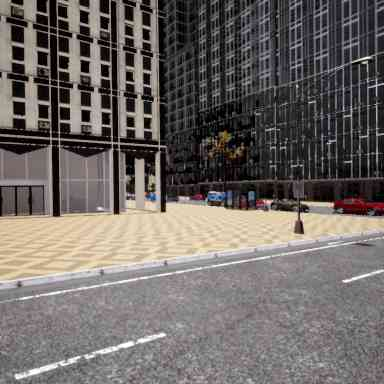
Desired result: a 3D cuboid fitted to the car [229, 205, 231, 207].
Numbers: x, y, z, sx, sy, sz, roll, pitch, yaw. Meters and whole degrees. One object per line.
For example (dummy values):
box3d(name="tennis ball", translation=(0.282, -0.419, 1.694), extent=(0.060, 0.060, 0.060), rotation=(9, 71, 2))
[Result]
box3d(name="car", translation=(7.490, 1.236, 43.598), extent=(1.837, 1.490, 4.892), rotation=(-1, 2, -34))

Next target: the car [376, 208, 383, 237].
box3d(name="car", translation=(10.699, 1.554, 15.433), extent=(4.181, 1.385, 1.994), rotation=(0, 0, -36))

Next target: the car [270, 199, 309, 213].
box3d(name="car", translation=(10.185, 1.424, 34.907), extent=(1.947, 1.339, 4.313), rotation=(0, 1, -35))

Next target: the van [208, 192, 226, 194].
box3d(name="van", translation=(4.279, 0.855, 58.448), extent=(1.690, 1.788, 3.998), rotation=(0, 1, -35))

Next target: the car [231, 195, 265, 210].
box3d(name="car", translation=(6.971, 1.388, 39.597), extent=(1.802, 1.307, 4.206), rotation=(0, 1, -35))

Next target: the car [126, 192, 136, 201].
box3d(name="car", translation=(-12.301, 1.040, 67.728), extent=(2.008, 1.369, 4.403), rotation=(0, 1, -35))

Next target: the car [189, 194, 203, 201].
box3d(name="car", translation=(1.052, 1.043, 63.129), extent=(1.802, 1.307, 4.206), rotation=(0, 1, -35))

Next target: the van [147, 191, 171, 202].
box3d(name="van", translation=(-5.846, 0.937, 58.369), extent=(1.690, 1.788, 3.998), rotation=(0, 1, -35))

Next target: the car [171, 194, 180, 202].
box3d(name="car", translation=(-4.083, 1.054, 60.503), extent=(1.837, 1.490, 4.892), rotation=(-1, 1, -34))

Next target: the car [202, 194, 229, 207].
box3d(name="car", translation=(3.792, 1.320, 44.308), extent=(1.947, 1.339, 4.313), rotation=(0, 1, -35))

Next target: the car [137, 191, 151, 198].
box3d(name="car", translation=(-11.859, 0.686, 81.840), extent=(1.967, 1.590, 4.097), rotation=(0, 1, -35))

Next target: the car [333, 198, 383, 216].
box3d(name="car", translation=(15.826, 1.351, 31.252), extent=(1.882, 1.535, 5.008), rotation=(-1, 1, -31))

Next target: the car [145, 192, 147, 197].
box3d(name="car", translation=(-8.631, 0.615, 77.161), extent=(2.192, 1.841, 5.009), rotation=(0, 1, -35))

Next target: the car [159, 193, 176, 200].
box3d(name="car", translation=(-5.403, 0.936, 72.486), extent=(1.802, 1.307, 4.206), rotation=(0, 1, -35))

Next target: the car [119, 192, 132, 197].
box3d(name="car", translation=(-18.313, 0.689, 91.198), extent=(2.008, 1.369, 4.403), rotation=(0, 1, -35))
